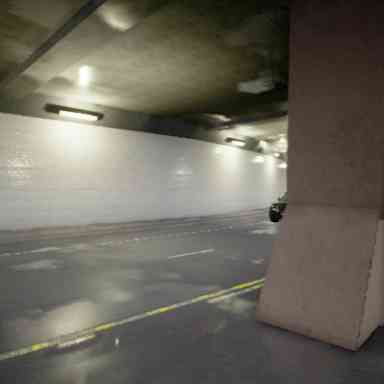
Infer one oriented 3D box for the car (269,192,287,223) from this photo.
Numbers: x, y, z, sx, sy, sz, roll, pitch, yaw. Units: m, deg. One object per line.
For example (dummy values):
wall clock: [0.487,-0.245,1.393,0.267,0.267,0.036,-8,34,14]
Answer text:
car: [6.964,0.910,21.322,2.150,2.045,5.566,2,2,38]
